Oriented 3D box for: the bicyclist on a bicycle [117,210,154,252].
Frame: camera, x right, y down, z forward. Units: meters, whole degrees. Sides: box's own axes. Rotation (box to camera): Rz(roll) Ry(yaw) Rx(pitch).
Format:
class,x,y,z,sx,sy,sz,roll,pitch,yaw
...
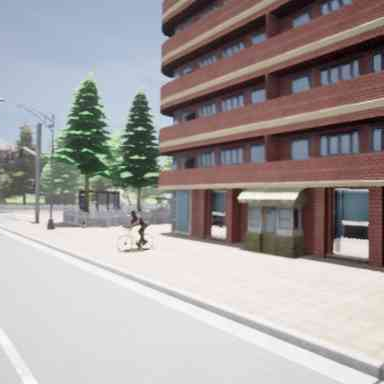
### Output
class,x,y,z,sx,sy,sz,roll,pitch,yaw
bicyclist on a bicycle,-2.197,1.536,13.125,1.656,1.620,0.582,1,-1,-40
